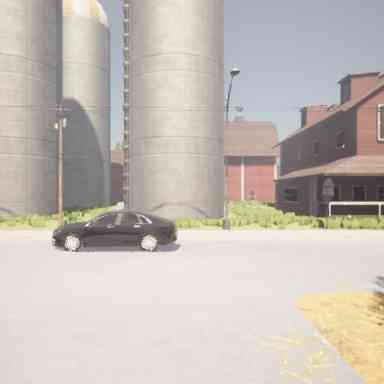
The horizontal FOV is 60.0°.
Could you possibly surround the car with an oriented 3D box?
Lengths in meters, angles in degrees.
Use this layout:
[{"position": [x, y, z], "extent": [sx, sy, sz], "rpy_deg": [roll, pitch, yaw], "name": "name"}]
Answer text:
[{"position": [-2.980, 1.507, 13.233], "extent": [4.892, 1.490, 1.837], "rpy_deg": [0, 0, 0], "name": "car"}]
